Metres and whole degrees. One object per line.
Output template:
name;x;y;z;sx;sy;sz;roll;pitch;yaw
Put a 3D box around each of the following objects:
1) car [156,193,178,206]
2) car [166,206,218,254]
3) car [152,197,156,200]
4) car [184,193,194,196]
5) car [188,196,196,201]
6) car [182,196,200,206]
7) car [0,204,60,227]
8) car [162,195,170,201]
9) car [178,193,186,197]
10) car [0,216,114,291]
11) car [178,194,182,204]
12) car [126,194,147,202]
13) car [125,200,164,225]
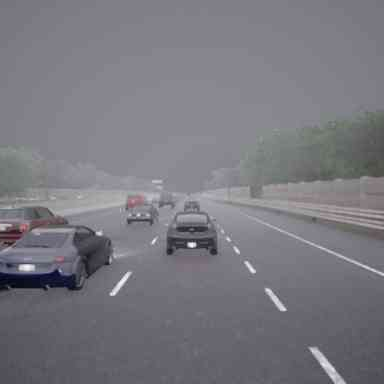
car;-3.515;1.254;47.820;2.150;2.045;5.566;0;0;0
car;-0.004;1.527;13.578;1.837;1.490;4.892;0;0;0
car;-7.020;1.612;67.529;1.994;1.385;4.181;0;0;0
car;-0.023;1.540;67.553;2.128;1.511;4.902;0;0;0
car;-0.027;1.623;85.694;1.994;1.385;4.181;0;0;0
car;-0.012;1.536;40.564;1.837;1.490;4.892;0;0;0
car;-7.005;1.372;14.408;2.097;1.767;4.553;0;0;0
car;-7.028;1.627;89.704;1.994;1.385;4.181;0;0;0
car;-3.529;1.303;91.758;2.150;2.045;5.566;0;0;0
car;-3.501;1.579;9.063;1.994;1.385;4.181;0;0;0
car;-3.522;1.574;67.542;1.812;1.442;4.674;0;0;0
car;-7.014;1.251;42.421;2.150;2.045;5.566;0;0;0
car;-3.507;1.574;24.363;2.033;1.411;5.357;0;0;0
